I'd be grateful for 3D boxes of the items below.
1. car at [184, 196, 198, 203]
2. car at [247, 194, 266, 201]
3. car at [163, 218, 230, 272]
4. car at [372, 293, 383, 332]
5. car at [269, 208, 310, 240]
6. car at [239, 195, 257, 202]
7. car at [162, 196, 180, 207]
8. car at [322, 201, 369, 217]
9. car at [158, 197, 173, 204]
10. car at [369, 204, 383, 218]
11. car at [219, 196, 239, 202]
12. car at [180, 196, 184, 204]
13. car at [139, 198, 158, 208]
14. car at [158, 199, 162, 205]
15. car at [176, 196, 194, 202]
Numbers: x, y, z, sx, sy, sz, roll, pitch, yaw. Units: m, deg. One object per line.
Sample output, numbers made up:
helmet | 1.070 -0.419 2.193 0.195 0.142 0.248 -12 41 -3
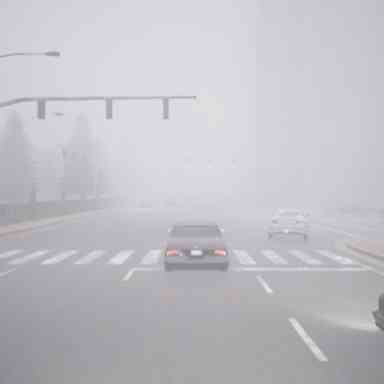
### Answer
car | -0.343 1.747 74.240 1.895 1.301 4.718 0 0 21
car | 16.914 1.536 87.326 4.553 1.767 2.097 0 0 -24
car | 0.124 1.570 10.821 2.033 1.411 5.357 0 0 0
car | 3.612 1.553 2.501 2.033 1.411 5.357 0 0 0
car | 5.131 1.583 17.470 1.812 1.442 4.674 0 -1 20
car | 13.633 1.708 81.135 5.357 1.411 2.033 0 0 -37
car | -3.388 1.588 54.255 1.882 1.535 5.008 0 0 1
car | 15.481 1.617 32.979 4.902 1.511 2.128 0 0 1
car | -5.534 1.738 70.003 1.895 1.301 4.718 0 0 12
car | 18.783 1.471 29.484 4.553 1.767 2.097 0 0 -1
car | 8.609 1.693 81.306 2.128 1.511 4.902 0 0 44
car | -3.052 1.636 64.380 1.837 1.490 4.892 0 0 3
car | -6.905 1.705 51.345 1.895 1.301 4.718 0 0 0
car | -6.783 1.686 60.154 1.994 1.385 4.181 0 0 2
car | -1.631 1.640 79.350 1.882 1.535 5.008 0 0 30
